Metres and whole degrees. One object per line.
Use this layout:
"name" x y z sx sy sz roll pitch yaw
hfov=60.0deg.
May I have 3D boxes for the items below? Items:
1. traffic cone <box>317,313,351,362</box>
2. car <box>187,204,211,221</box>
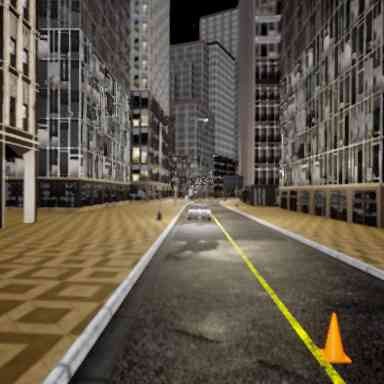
"traffic cone" 1.962 1.973 4.596 0.340 0.580 0.340 0 0 1
"car" 0.587 1.645 27.387 1.895 1.301 4.718 0 0 1
